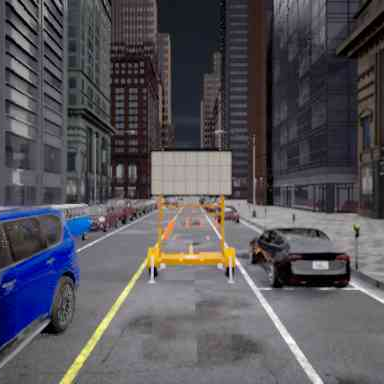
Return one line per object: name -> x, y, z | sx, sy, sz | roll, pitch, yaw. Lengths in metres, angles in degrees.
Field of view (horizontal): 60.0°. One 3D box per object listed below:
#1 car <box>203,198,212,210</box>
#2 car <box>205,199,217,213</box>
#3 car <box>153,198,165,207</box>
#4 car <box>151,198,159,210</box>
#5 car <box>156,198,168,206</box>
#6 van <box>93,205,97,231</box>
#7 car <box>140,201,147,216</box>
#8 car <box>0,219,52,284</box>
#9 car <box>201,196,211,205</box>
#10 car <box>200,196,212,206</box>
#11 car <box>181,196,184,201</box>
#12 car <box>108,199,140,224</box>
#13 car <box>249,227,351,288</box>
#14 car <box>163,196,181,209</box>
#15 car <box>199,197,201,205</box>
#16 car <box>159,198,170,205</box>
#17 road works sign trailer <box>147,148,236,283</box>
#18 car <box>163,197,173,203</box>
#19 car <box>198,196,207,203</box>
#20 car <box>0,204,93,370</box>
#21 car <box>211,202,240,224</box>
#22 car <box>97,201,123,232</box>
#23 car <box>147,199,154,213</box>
car -> 2.684, 1.821, 43.009 | 1.802, 1.307, 4.206 | 0, 0, 0
car -> 2.694, 1.789, 37.372 | 1.802, 1.307, 4.206 | 0, 0, 0
car -> -5.872, 1.866, 59.728 | 1.752, 1.417, 4.829 | 0, 0, 0
car -> -5.841, 1.790, 42.988 | 2.008, 1.369, 4.403 | 0, 0, 0
car -> -5.883, 1.960, 65.534 | 1.802, 1.307, 4.206 | 0, 0, 0
van -> -5.791, 1.422, 14.806 | 1.690, 1.788, 3.998 | 0, 0, 0
car -> -5.821, 1.741, 31.715 | 1.947, 1.339, 4.313 | 0, 0, 0
car -> -5.779, 1.601, 9.168 | 2.008, 1.369, 4.403 | 0, 0, 0
car -> 2.673, 1.713, 48.646 | 1.967, 1.590, 4.097 | 0, 0, 0
car -> 2.641, 1.693, 65.554 | 2.192, 1.841, 5.009 | 0, 0, 0
car -> -3.161, 1.892, 89.789 | 1.837, 1.490, 4.892 | 0, 0, 0
car -> -5.811, 1.459, 26.080 | 2.192, 1.841, 5.009 | 0, 0, 0
car -> 2.746, 1.616, 9.191 | 1.947, 1.339, 4.313 | 0, 0, 0
car -> -3.109, 1.775, 52.610 | 1.882, 1.535, 5.008 | 0, -1, 0
car -> 2.651, 1.657, 59.918 | 2.192, 1.841, 5.009 | 0, 0, 0
car -> -5.893, 1.980, 71.171 | 1.947, 1.339, 4.313 | 0, 0, 0
road works sign trailer -> -0.016, 0.518, 9.800 | 2.380, 3.560, 2.880 | 0, 0, 0
car -> -5.914, 2.040, 82.444 | 2.008, 1.369, 4.403 | 0, 0, 0
car -> 2.610, 1.929, 82.461 | 1.967, 1.590, 4.097 | 0, 0, 0
car -> -3.104, 1.243, 3.878 | 2.150, 2.045, 5.566 | 0, 0, 0
car -> 2.715, 1.726, 26.100 | 1.802, 1.307, 4.206 | 0, 0, 0
car -> -5.800, 1.553, 20.442 | 1.967, 1.590, 4.097 | 0, 0, 0
car -> -5.831, 1.773, 37.351 | 1.947, 1.339, 4.313 | 0, 0, 0
